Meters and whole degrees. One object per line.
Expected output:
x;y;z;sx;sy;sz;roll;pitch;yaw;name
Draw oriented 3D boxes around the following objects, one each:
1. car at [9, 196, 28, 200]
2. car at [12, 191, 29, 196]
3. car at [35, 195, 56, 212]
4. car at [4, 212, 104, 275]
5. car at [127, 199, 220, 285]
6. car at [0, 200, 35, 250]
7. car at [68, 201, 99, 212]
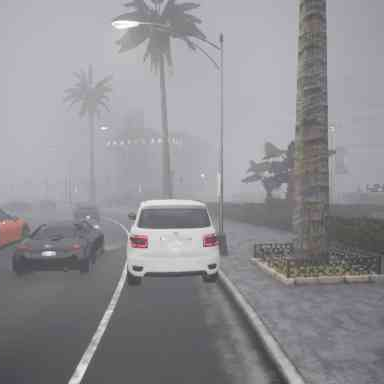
-19.039;1.461;35.867;1.882;1.535;5.008;0;0;-42;car
-37.893;1.221;71.704;4.553;1.767;2.185;0;0;21;car
-17.937;1.489;39.666;1.837;1.490;4.892;1;-1;-44;car
-3.984;1.561;10.566;1.994;1.385;4.181;0;0;-8;car
-0.676;1.219;9.688;2.150;2.045;5.566;0;0;-7;car
-7.829;1.346;12.513;2.097;1.767;4.553;0;0;-9;car
-8.333;1.499;25.713;1.837;1.490;4.892;1;0;-24;car
